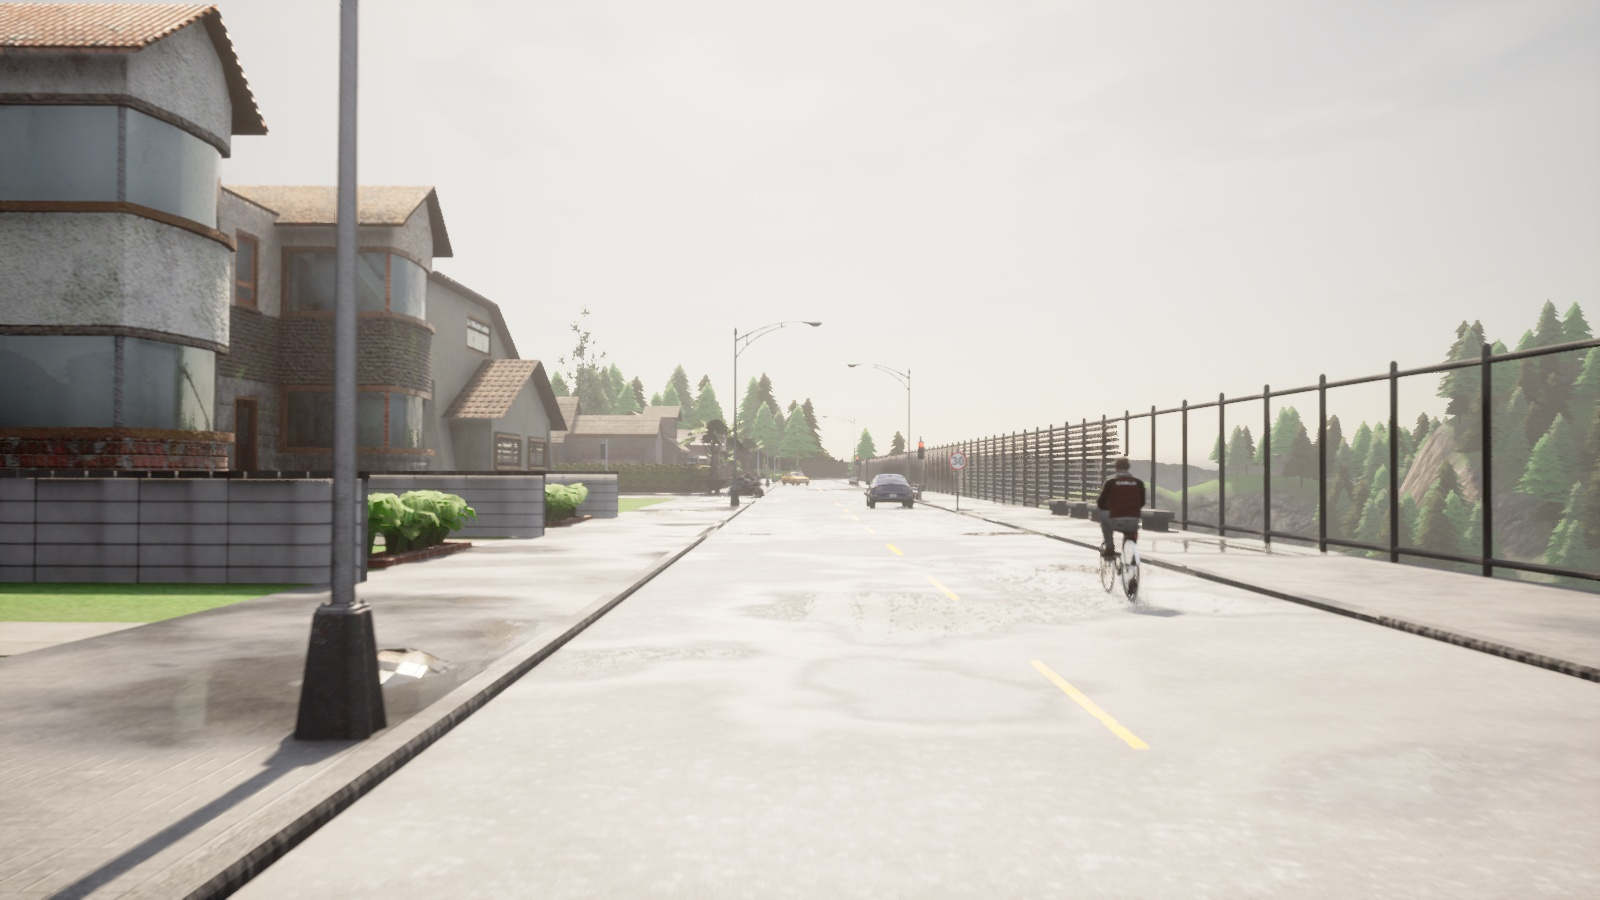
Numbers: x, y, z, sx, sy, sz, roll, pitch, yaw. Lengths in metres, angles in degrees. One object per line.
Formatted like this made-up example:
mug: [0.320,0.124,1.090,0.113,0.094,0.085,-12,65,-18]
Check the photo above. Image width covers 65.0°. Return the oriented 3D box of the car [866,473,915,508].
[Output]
car: [3.866,1.734,54.322,1.812,1.442,4.674,0,-1,0]

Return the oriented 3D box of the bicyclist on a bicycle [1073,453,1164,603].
bicyclist on a bicycle: [3.961,0.933,15.766,0.659,1.776,1.843,0,-1,0]

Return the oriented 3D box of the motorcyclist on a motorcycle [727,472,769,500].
motorcyclist on a motorcycle: [-2.945,2.059,71.551,2.191,1.530,0.866,-1,1,24]
